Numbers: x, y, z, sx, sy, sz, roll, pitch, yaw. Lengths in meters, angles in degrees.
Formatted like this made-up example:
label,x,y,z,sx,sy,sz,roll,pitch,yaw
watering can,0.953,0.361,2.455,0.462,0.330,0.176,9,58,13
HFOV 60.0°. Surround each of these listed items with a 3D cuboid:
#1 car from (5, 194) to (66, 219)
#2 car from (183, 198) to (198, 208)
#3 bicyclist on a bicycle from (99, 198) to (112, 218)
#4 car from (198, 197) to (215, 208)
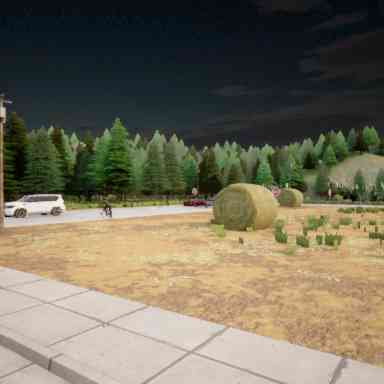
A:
label,x,y,z,sx,sy,sz,roll,pitch,yaw
car,-14.191,1.248,29.892,2.150,2.045,5.566,0,0,36
car,0.647,1.627,49.911,1.895,1.301,4.718,0,0,37
bicyclist on a bicycle,-7.010,1.327,27.018,1.656,1.620,0.582,0,0,36
car,3.530,1.518,47.769,2.128,1.511,4.902,0,0,37
